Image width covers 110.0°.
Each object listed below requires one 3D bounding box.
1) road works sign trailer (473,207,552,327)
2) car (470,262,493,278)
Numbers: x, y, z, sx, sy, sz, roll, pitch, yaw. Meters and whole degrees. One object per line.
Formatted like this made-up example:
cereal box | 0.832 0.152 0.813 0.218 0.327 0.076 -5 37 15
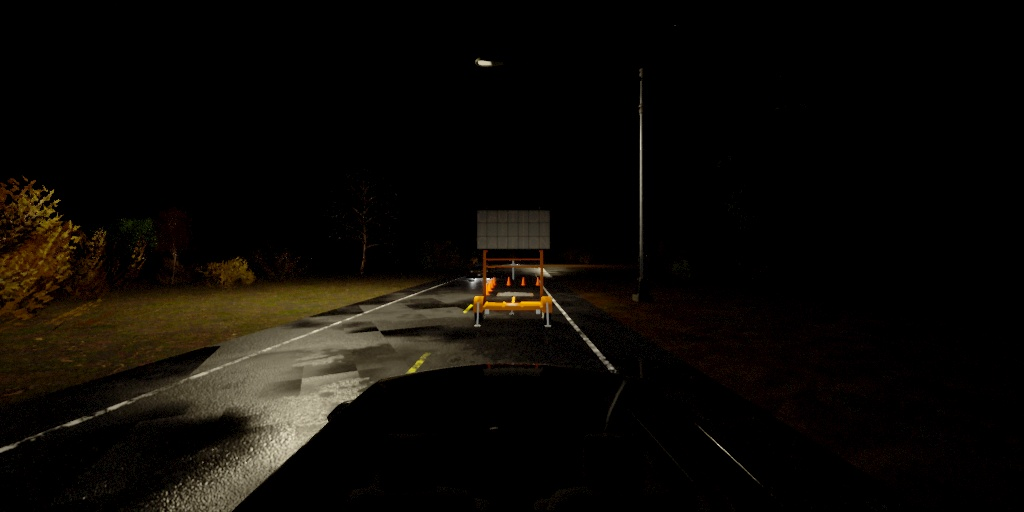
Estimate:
road works sign trailer | 0.042 0.220 11.570 2.380 3.560 2.880 0 0 1
car | -2.837 1.313 34.624 2.033 1.411 5.357 0 0 2
